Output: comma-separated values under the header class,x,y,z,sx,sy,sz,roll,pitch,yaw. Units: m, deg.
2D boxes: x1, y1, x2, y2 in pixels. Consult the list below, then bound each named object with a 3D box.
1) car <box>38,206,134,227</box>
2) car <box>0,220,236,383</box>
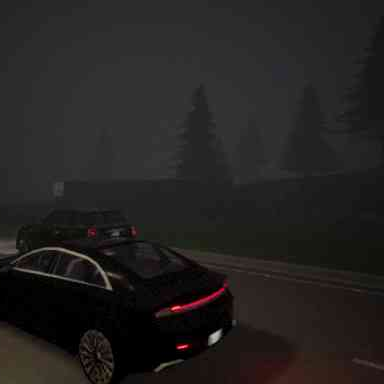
class,x,y,z,sx,sy,sz,roll,pitch,yaw
car,-4.012,1.304,11.356,4.553,1.767,2.097,0,0,36
car,-1.687,1.471,5.324,4.902,1.511,2.128,0,0,36
